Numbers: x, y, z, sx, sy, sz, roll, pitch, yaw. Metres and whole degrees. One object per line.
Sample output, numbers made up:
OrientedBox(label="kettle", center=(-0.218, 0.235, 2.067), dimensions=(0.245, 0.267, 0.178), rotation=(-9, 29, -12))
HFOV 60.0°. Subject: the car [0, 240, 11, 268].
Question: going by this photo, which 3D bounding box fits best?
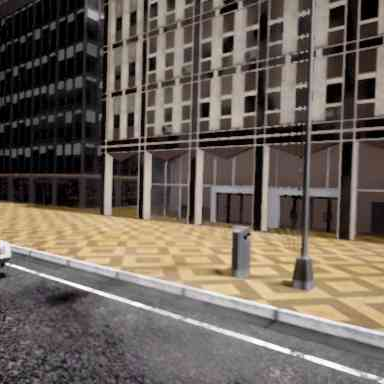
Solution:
OrientedBox(label="car", center=(-6.633, 1.343, 8.439), dimensions=(4.718, 1.301, 1.895), rotation=(2, 1, 36))
